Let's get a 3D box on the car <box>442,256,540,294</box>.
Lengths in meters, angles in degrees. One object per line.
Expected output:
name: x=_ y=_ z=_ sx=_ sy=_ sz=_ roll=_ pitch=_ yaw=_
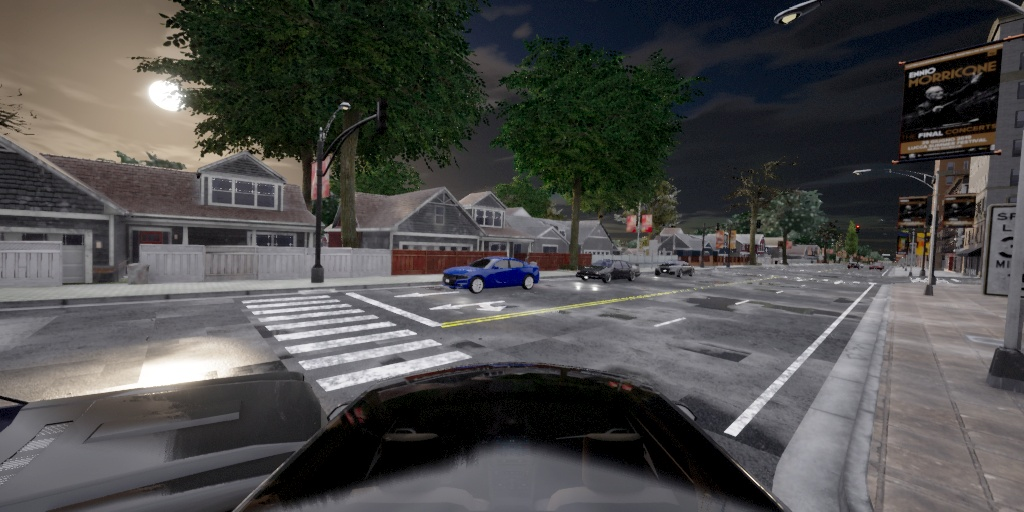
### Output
car: x=-0.855 y=0.776 z=16.627 sx=5.008 sy=1.535 sz=1.882 roll=1 pitch=3 yaw=-43

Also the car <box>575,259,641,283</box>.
car: x=6.431 y=0.922 z=23.420 sx=5.357 sy=1.411 sz=2.033 roll=1 pitch=2 yaw=-43

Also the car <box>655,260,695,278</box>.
car: x=13.749 y=1.018 z=30.214 sx=4.181 sy=1.385 sz=1.994 roll=1 pitch=2 yaw=-43

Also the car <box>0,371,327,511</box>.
car: x=-3.319 y=1.274 z=1.484 sx=4.718 sy=1.301 sz=1.895 roll=1 pitch=2 yaw=-33
